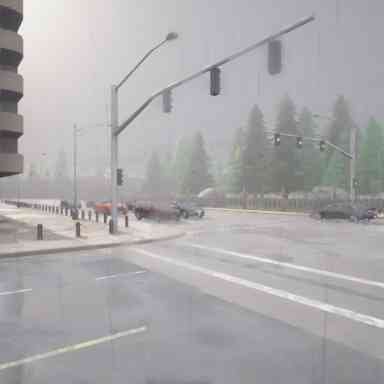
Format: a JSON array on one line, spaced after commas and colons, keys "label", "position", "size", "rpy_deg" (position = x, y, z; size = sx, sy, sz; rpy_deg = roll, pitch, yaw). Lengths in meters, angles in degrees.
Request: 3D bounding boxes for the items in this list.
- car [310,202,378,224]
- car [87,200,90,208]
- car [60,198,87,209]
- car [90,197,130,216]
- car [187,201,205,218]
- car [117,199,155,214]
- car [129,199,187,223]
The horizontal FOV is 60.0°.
[{"label": "car", "position": [11.413, 1.542, 25.340], "size": [2.128, 1.511, 4.902], "rpy_deg": [0, 0, -36]}, {"label": "car", "position": [-13.243, 1.603, 46.584], "size": [2.033, 1.411, 5.357], "rpy_deg": [0, 0, -36]}, {"label": "car", "position": [-16.356, 1.546, 44.913], "size": [2.128, 1.511, 4.902], "rpy_deg": [0, 0, -36]}, {"label": "car", "position": [-8.287, 1.407, 33.974], "size": [2.097, 1.767, 4.553], "rpy_deg": [0, 0, -36]}, {"label": "car", "position": [-0.834, 1.547, 29.787], "size": [2.128, 1.511, 4.902], "rpy_deg": [0, 0, -36]}, {"label": "car", "position": [-6.353, 1.547, 37.252], "size": [2.128, 1.511, 4.902], "rpy_deg": [0, 0, -36]}, {"label": "car", "position": [-2.817, 1.533, 26.581], "size": [1.882, 1.535, 5.008], "rpy_deg": [0, 0, -36]}]
